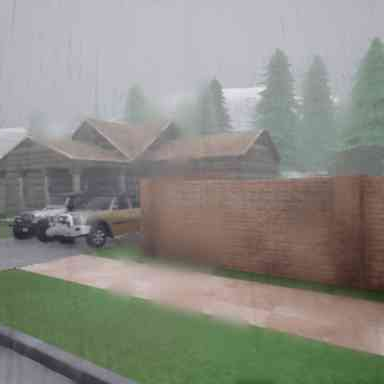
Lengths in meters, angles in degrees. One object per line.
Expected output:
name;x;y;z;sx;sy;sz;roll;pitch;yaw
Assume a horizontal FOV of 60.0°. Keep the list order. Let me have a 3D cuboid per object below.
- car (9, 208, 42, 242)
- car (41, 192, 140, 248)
car;-5.378;0.943;14.038;1.905;1.878;3.866;0;1;34
car;-3.073;0.931;12.961;1.932;1.855;4.605;0;1;34
